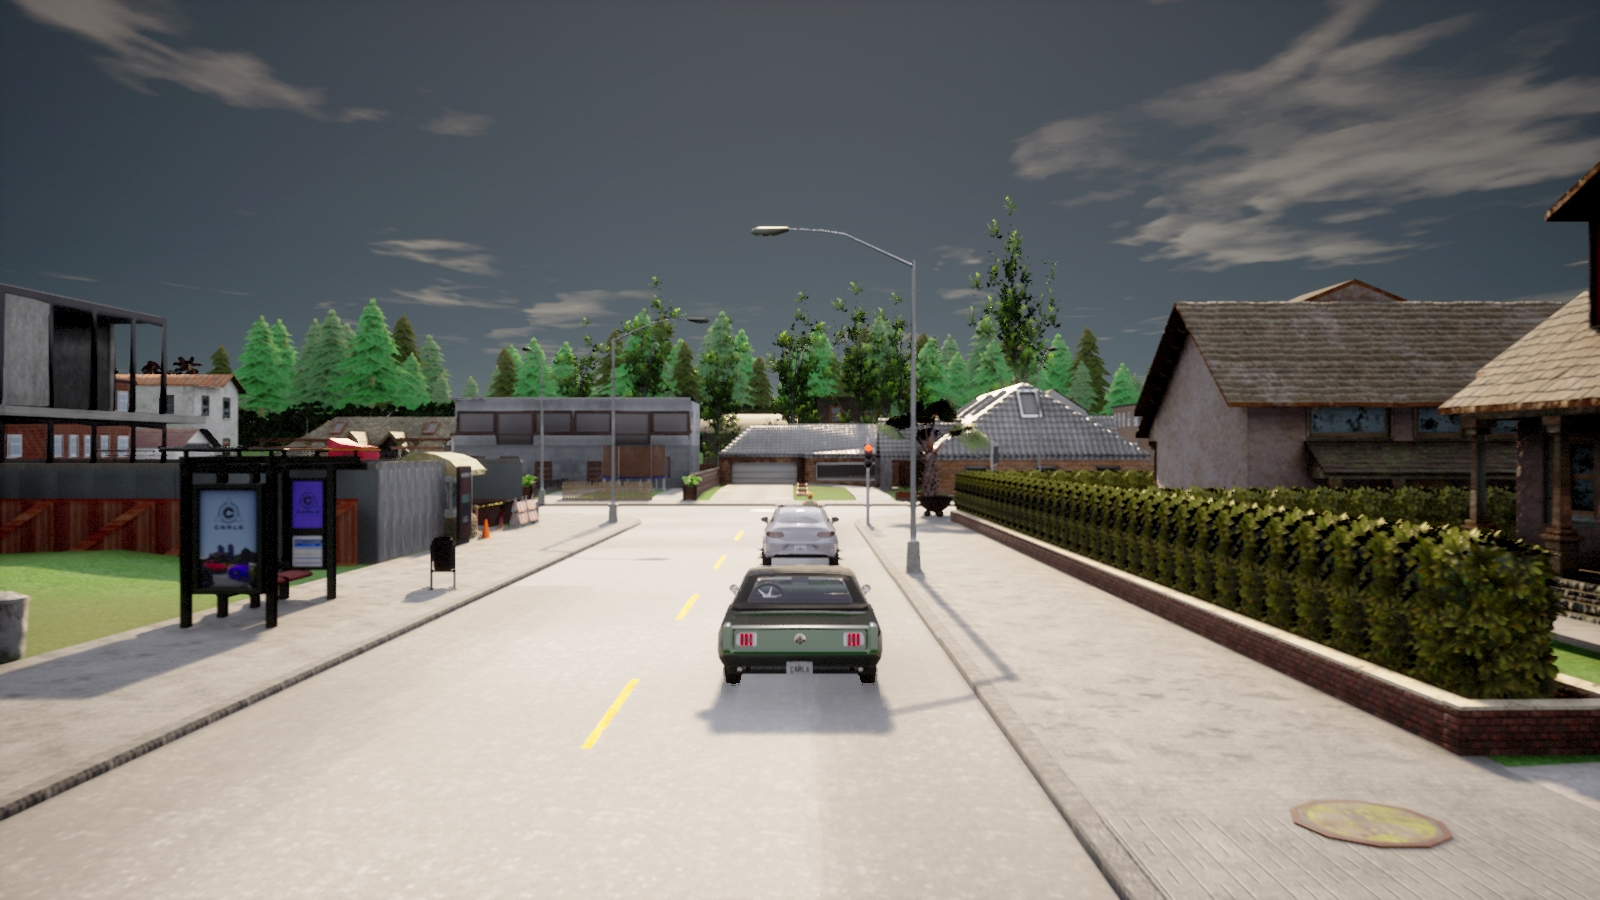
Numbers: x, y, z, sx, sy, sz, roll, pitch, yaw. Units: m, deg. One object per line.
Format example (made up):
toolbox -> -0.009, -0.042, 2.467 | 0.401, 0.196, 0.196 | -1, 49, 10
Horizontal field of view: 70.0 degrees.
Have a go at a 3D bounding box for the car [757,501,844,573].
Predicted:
car -> 0.000, 2.093, 28.541 | 2.002, 1.442, 4.674 | 0, 0, 0

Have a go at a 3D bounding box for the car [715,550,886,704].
car -> 0.001, 2.161, 15.005 | 1.895, 1.301, 4.718 | 0, 0, 0
